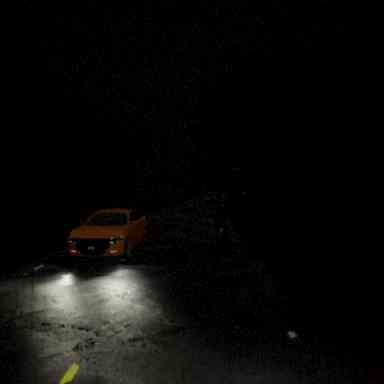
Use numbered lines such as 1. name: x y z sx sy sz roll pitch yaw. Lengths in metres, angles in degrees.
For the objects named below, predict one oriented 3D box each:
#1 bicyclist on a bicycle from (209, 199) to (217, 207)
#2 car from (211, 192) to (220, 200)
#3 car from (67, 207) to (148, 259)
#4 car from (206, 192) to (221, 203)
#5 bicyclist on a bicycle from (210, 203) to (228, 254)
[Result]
1. bicyclist on a bicycle: 1.368 1.247 20.850 0.582 1.620 1.656 0 0 3
2. car: 5.279 0.877 73.834 1.882 1.535 5.008 0 0 6
3. car: -2.873 1.350 12.229 1.882 1.535 5.008 0 1 2
4. car: 3.417 1.075 55.544 2.033 1.411 5.357 0 0 6
5. bicyclist on a bicycle: 1.036 1.330 11.897 0.582 1.620 1.656 0 0 2
